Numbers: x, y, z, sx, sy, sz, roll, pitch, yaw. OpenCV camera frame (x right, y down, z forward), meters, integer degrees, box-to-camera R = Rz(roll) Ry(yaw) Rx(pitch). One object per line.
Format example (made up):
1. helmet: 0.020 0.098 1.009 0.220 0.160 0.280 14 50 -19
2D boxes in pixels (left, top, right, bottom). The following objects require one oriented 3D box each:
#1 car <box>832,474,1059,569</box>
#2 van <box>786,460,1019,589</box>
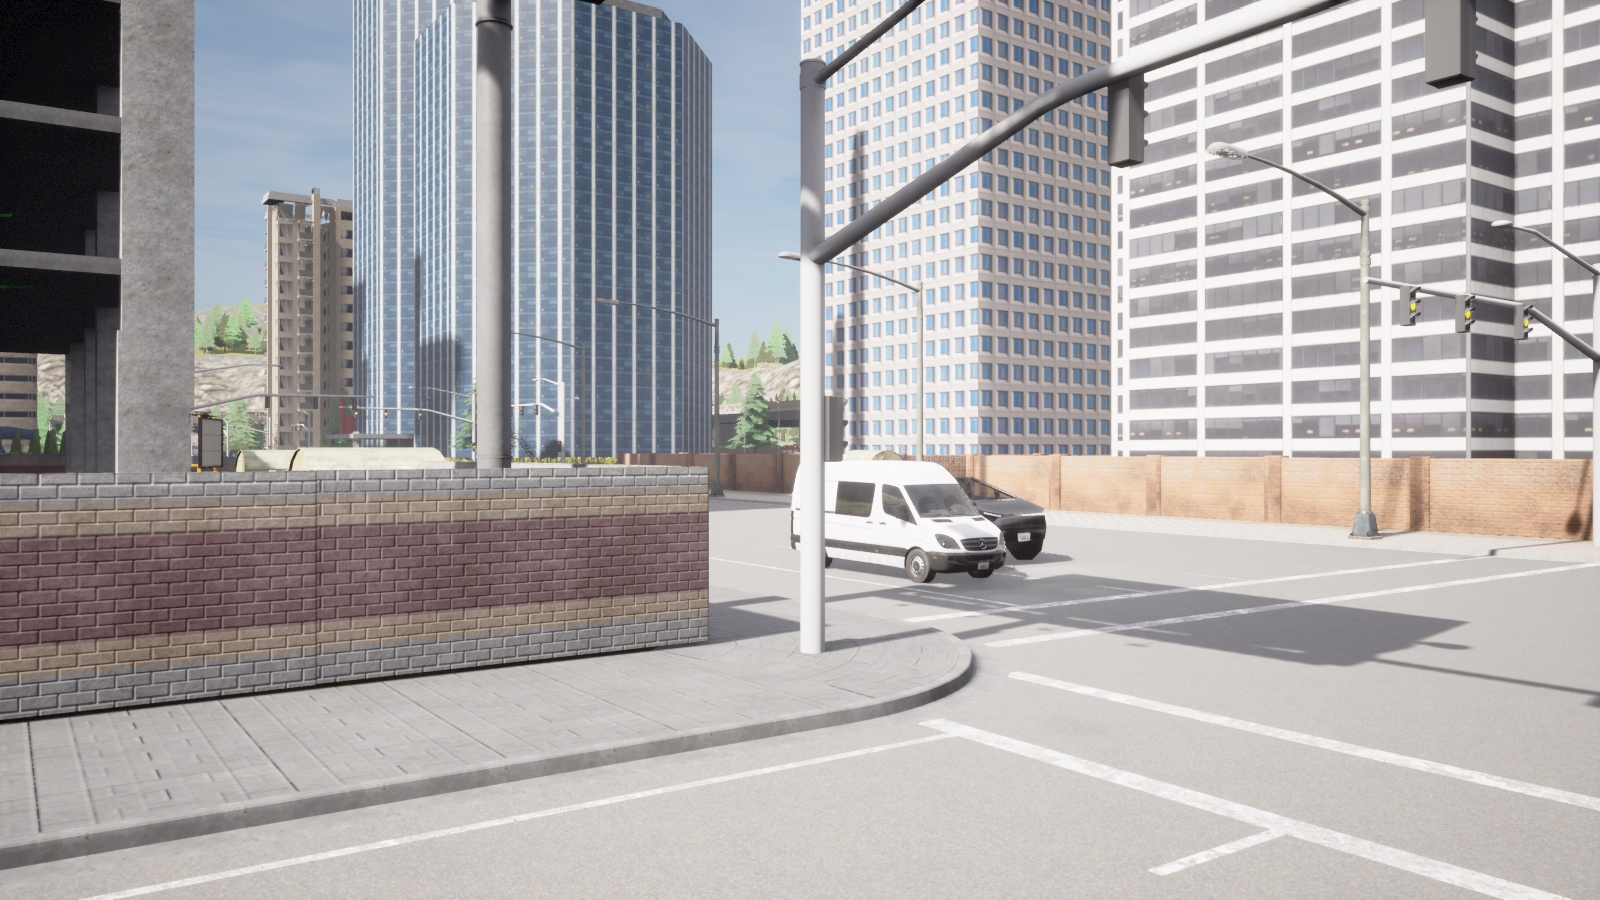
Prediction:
1. car: 3.654 1.752 30.193 2.390 2.098 6.274 0 0 -35
2. van: 2.162 1.533 26.216 1.988 2.561 5.915 0 0 -35
